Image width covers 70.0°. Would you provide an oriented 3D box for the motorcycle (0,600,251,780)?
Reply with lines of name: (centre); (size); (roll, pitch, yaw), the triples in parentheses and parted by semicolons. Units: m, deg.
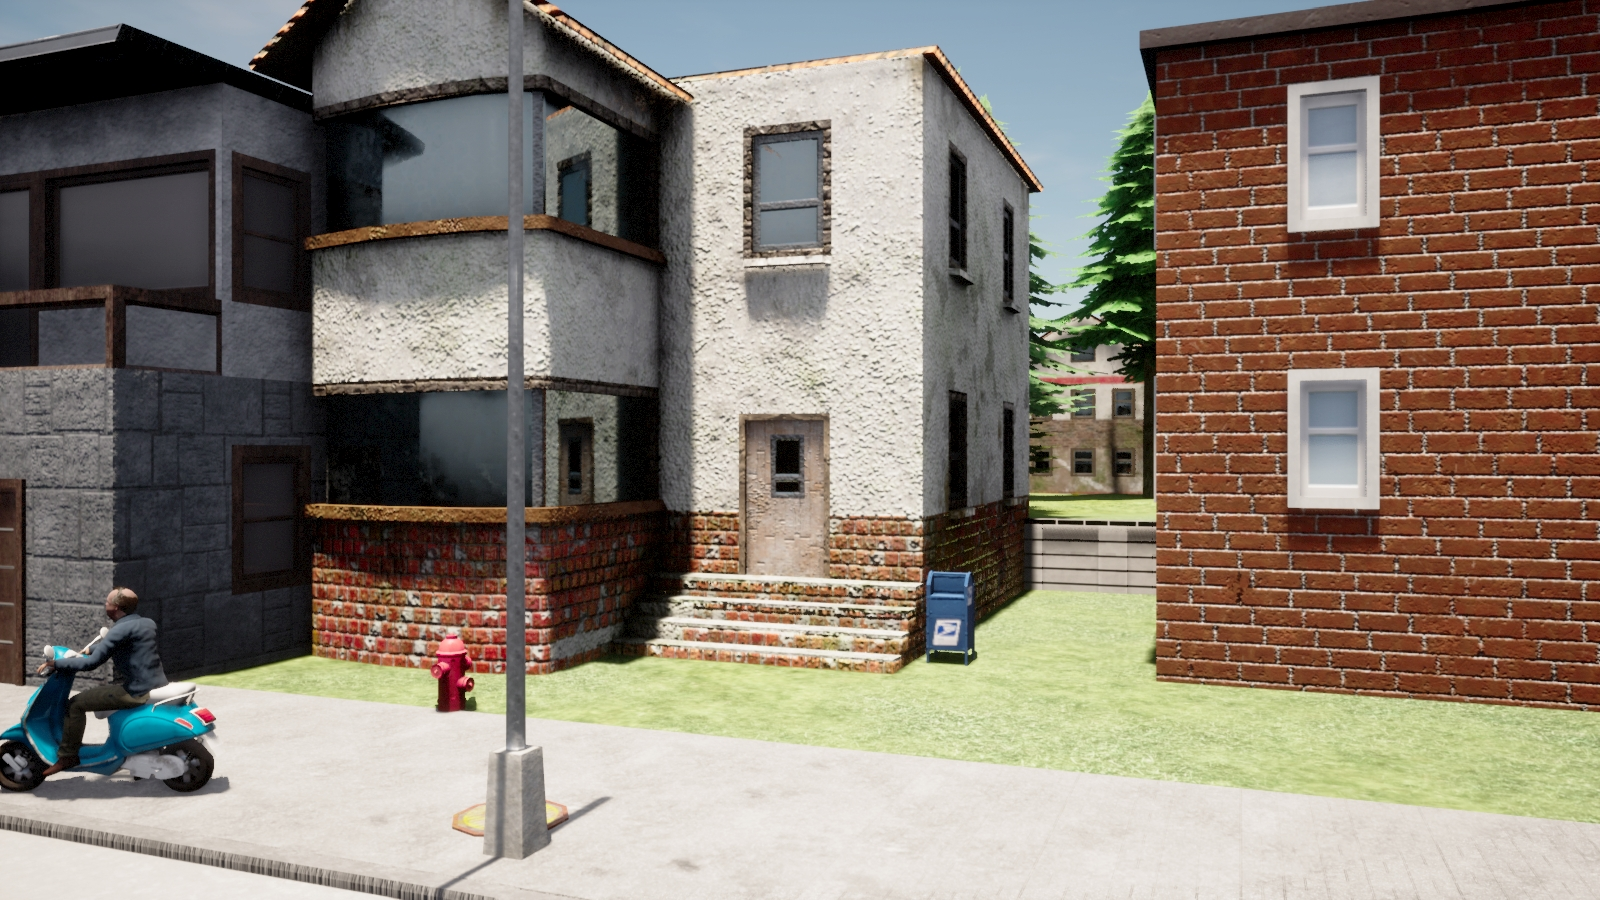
motorcycle: (-5.442, 1.858, 9.019); (1.805, 1.236, 0.856); (0, 0, 1)
